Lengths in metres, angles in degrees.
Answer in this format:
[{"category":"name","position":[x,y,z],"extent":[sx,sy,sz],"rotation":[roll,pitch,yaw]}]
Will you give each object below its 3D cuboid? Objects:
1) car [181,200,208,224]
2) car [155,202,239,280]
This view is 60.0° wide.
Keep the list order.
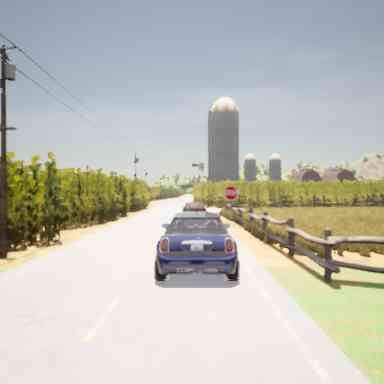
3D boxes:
[{"category":"car","position":[0.172,1.488,26.093],"extent":[1.882,1.535,5.008],"rotation":[0,0,0]},{"category":"car","position":[0.124,1.356,10.104],"extent":[2.097,1.767,4.553],"rotation":[0,0,0]}]
